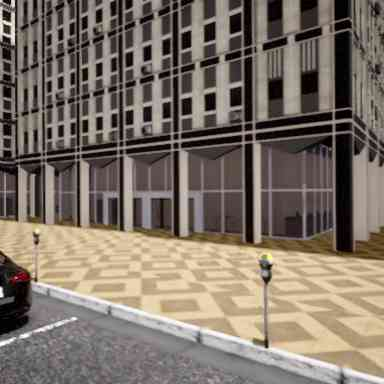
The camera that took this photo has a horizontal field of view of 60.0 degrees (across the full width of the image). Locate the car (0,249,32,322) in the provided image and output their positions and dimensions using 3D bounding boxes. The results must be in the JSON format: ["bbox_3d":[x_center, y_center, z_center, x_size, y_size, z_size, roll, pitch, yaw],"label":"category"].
[{"bbox_3d":[-4.725,1.598,6.259,4.313,1.339,1.947,0,0,36],"label":"car"}]
